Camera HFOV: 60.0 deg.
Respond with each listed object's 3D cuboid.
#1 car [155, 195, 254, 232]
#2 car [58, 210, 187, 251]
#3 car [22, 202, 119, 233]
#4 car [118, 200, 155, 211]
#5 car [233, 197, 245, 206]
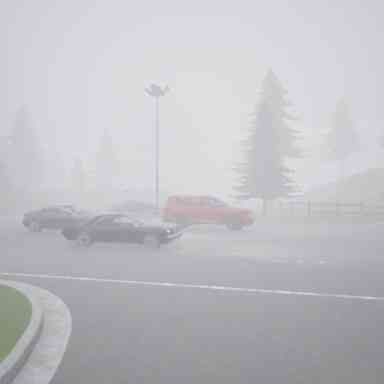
[{"bbox_3d":[0.917,1.215,20.198,5.566,2.045,2.150,0,0,13],"label":"car"},{"bbox_3d":[-2.831,1.599,13.892,4.718,1.301,1.895,0,0,13],"label":"car"},{"bbox_3d":[-6.913,1.491,18.455,4.902,1.511,2.128,0,0,13],"label":"car"},{"bbox_3d":[-6.501,1.542,36.073,5.357,1.411,2.033,0,0,-33],"label":"car"},{"bbox_3d":[7.724,1.583,54.823,1.895,1.301,4.718,0,0,9],"label":"car"}]
